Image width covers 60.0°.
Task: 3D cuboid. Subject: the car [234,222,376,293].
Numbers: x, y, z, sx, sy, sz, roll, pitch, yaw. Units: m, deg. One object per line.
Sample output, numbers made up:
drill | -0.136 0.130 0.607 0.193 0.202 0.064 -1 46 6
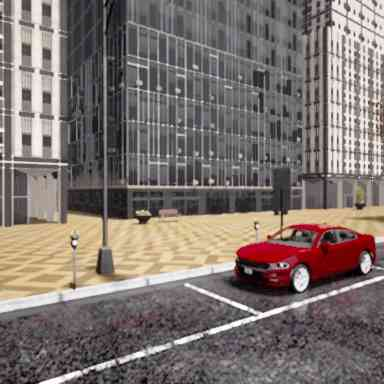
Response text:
car | 3.092 1.525 8.778 4.507 1.381 1.887 0 0 -36
